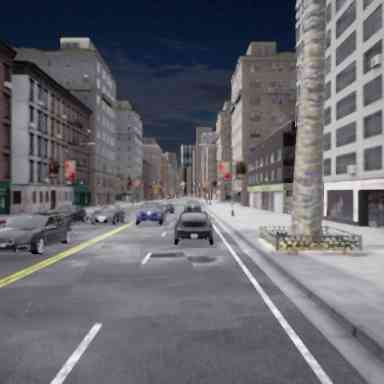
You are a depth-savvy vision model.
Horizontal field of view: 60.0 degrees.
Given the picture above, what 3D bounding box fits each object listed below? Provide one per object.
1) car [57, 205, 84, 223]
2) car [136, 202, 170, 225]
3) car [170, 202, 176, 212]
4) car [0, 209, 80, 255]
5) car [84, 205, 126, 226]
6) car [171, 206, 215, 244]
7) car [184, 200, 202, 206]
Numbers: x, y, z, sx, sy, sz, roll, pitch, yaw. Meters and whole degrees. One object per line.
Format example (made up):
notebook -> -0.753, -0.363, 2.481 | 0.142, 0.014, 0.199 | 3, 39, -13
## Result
car -> -9.761, 1.786, 26.320 | 2.128, 1.511, 4.902 | 0, -1, 0
car -> -3.239, 1.657, 27.297 | 2.097, 1.767, 4.553 | 0, -1, 0
car -> -3.199, 1.973, 42.773 | 2.128, 1.511, 4.902 | 0, 0, 0
car -> -6.596, 1.662, 14.043 | 1.837, 1.490, 4.892 | 0, -1, 0
car -> -6.511, 1.786, 26.316 | 2.128, 1.511, 4.902 | 0, -1, 0
car -> 0.095, 1.694, 16.910 | 1.837, 1.490, 4.892 | 0, -1, 0
car -> 0.089, 1.804, 40.373 | 2.097, 1.767, 4.553 | 0, -1, 0
